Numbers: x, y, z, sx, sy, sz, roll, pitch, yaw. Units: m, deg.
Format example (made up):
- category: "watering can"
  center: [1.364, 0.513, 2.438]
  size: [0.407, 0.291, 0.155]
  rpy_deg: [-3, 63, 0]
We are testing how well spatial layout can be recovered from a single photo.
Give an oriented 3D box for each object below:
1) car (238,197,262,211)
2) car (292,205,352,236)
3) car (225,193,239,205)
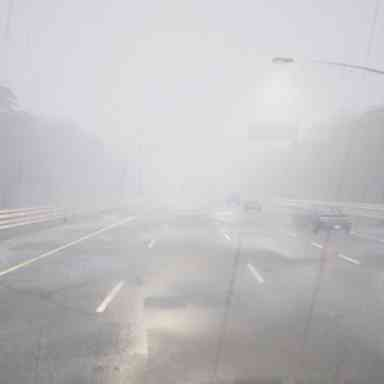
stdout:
- category: "car"
  center: [7.097, 1.543, 39.720]
  size: [1.994, 1.385, 4.181]
  rpy_deg: [0, 0, 0]
- category: "car"
  center: [7.027, 1.487, 18.477]
  size: [2.128, 1.511, 4.902]
  rpy_deg: [0, 0, 0]
- category: "car"
  center: [7.161, 1.200, 58.720]
  size: [2.150, 2.045, 5.566]
  rpy_deg: [0, 0, 0]
